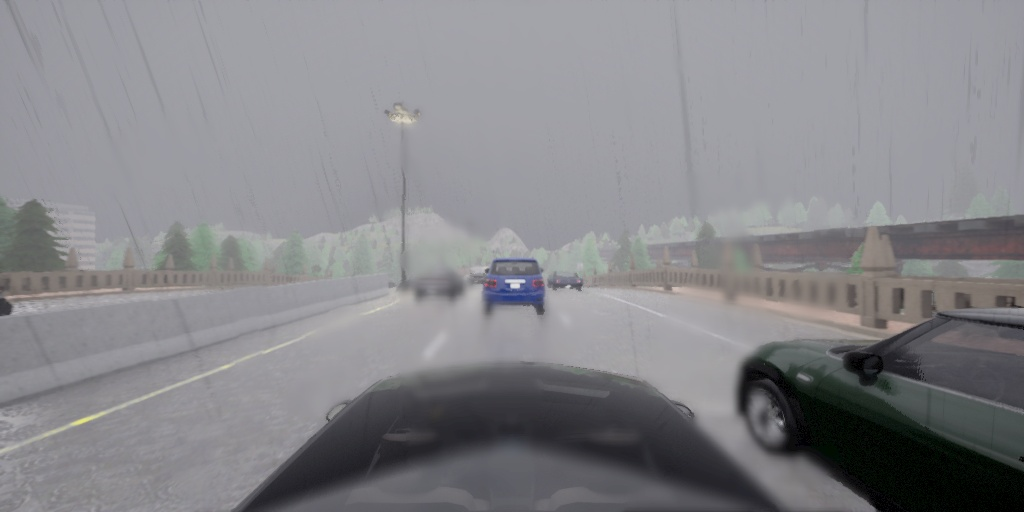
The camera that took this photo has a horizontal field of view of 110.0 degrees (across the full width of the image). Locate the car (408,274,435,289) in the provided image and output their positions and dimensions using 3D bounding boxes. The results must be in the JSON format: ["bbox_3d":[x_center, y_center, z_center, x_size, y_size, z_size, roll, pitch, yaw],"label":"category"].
[{"bbox_3d":[-10.577,3.055,42.177,1.882,1.535,5.008,0,-6,0],"label":"car"}]

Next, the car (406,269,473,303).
[{"bbox_3d":[-3.396,1.392,17.672,2.128,1.511,4.902,0,-1,0],"label":"car"}]

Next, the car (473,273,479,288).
[{"bbox_3d":[-3.391,2.601,37.715,1.837,1.490,4.892,0,-5,0],"label":"car"}]

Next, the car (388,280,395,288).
[{"bbox_3d":[-17.556,4.078,50.474,1.994,1.385,4.181,0,-6,0],"label":"car"}]

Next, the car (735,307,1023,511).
[{"bbox_3d":[3.600,1.106,2.246,2.097,1.767,4.553,0,0,0],"label":"car"}]

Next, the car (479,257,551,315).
[{"bbox_3d":[0.102,1.070,14.220,2.150,2.045,5.566,0,0,0],"label":"car"}]

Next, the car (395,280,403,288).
[{"bbox_3d":[-14.060,3.762,49.569,2.097,1.767,4.553,0,-6,0],"label":"car"}]

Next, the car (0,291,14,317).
[{"bbox_3d":[-14.098,1.297,7.331,1.837,1.490,4.892,0,0,0],"label":"car"}]

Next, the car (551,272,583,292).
[{"bbox_3d":[3.606,1.763,25.015,1.895,1.301,4.718,0,-3,0],"label":"car"}]

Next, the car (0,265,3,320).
[{"bbox_3d":[-17.597,1.159,9.362,2.097,1.767,4.553,0,0,0],"label":"car"}]
